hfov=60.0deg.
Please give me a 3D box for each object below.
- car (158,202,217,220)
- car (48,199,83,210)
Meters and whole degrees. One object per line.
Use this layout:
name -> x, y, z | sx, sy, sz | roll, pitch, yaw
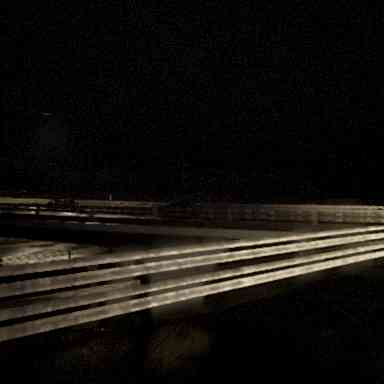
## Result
car -> -0.344, 1.616, 27.208 | 4.892, 1.490, 1.837 | 1, 0, 15
car -> -15.499, 1.584, 40.855 | 4.892, 1.490, 1.837 | 0, -1, 27
